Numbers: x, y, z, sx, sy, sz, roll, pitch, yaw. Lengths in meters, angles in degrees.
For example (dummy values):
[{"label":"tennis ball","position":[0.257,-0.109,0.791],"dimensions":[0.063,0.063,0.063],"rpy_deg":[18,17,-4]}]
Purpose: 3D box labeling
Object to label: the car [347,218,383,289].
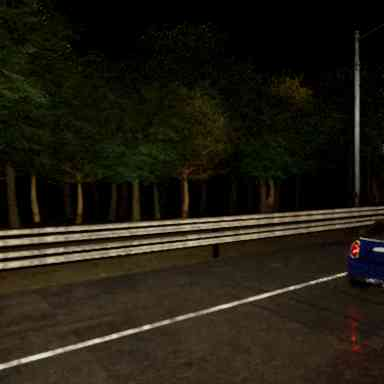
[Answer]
[{"label":"car","position":[5.687,1.305,7.803],"dimensions":[4.553,1.767,2.097],"rpy_deg":[0,0,-35]}]
